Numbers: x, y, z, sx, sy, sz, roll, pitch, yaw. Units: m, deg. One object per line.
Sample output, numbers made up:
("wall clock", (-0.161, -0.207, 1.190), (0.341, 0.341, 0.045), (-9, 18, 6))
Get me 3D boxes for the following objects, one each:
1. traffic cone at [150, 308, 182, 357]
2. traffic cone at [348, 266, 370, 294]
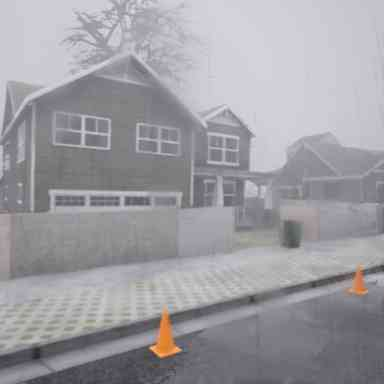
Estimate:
("traffic cone", (-0.375, 1.955, 4.737), (0.340, 0.580, 0.340), (0, 0, -35))
("traffic cone", (3.802, 1.975, 7.580), (0.340, 0.580, 0.340), (0, 0, -34))
